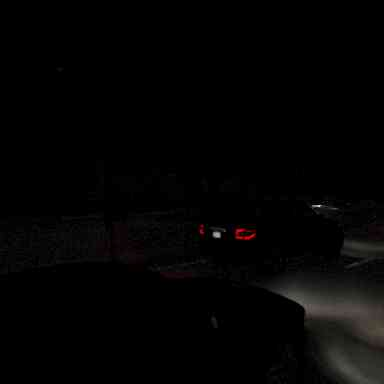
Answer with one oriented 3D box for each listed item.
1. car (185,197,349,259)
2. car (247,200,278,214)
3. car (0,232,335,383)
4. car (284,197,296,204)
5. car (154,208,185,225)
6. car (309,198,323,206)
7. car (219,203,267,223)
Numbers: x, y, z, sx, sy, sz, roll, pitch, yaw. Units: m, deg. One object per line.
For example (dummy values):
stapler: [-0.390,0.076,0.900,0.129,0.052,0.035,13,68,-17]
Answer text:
car: [2.693,1.233,10.634,5.566,2.045,2.150,0,0,-41]
car: [8.096,1.683,37.954,1.994,1.385,4.181,0,0,34]
car: [-0.871,1.485,3.337,5.008,1.535,1.882,0,0,-36]
car: [22.413,1.878,76.407,1.837,1.490,4.892,0,0,6]
car: [0.131,1.529,18.029,4.902,1.511,2.128,0,0,-44]
car: [23.581,1.816,63.409,1.994,1.385,4.181,0,0,15]
car: [4.265,1.629,27.283,1.994,1.385,4.181,0,0,41]
